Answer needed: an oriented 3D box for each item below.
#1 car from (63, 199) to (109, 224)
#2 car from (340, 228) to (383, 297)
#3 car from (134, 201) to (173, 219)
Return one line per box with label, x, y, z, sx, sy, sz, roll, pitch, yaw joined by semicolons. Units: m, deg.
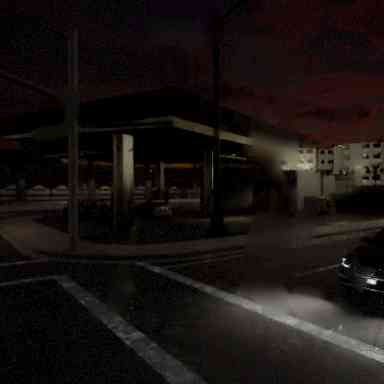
car;-7.519;1.300;23.489;2.242;1.667;4.611;0;0;-35
car;5.435;1.478;7.904;4.892;1.490;1.837;0;0;-37
car;-3.264;1.442;27.424;1.970;1.475;3.806;0;0;-35
